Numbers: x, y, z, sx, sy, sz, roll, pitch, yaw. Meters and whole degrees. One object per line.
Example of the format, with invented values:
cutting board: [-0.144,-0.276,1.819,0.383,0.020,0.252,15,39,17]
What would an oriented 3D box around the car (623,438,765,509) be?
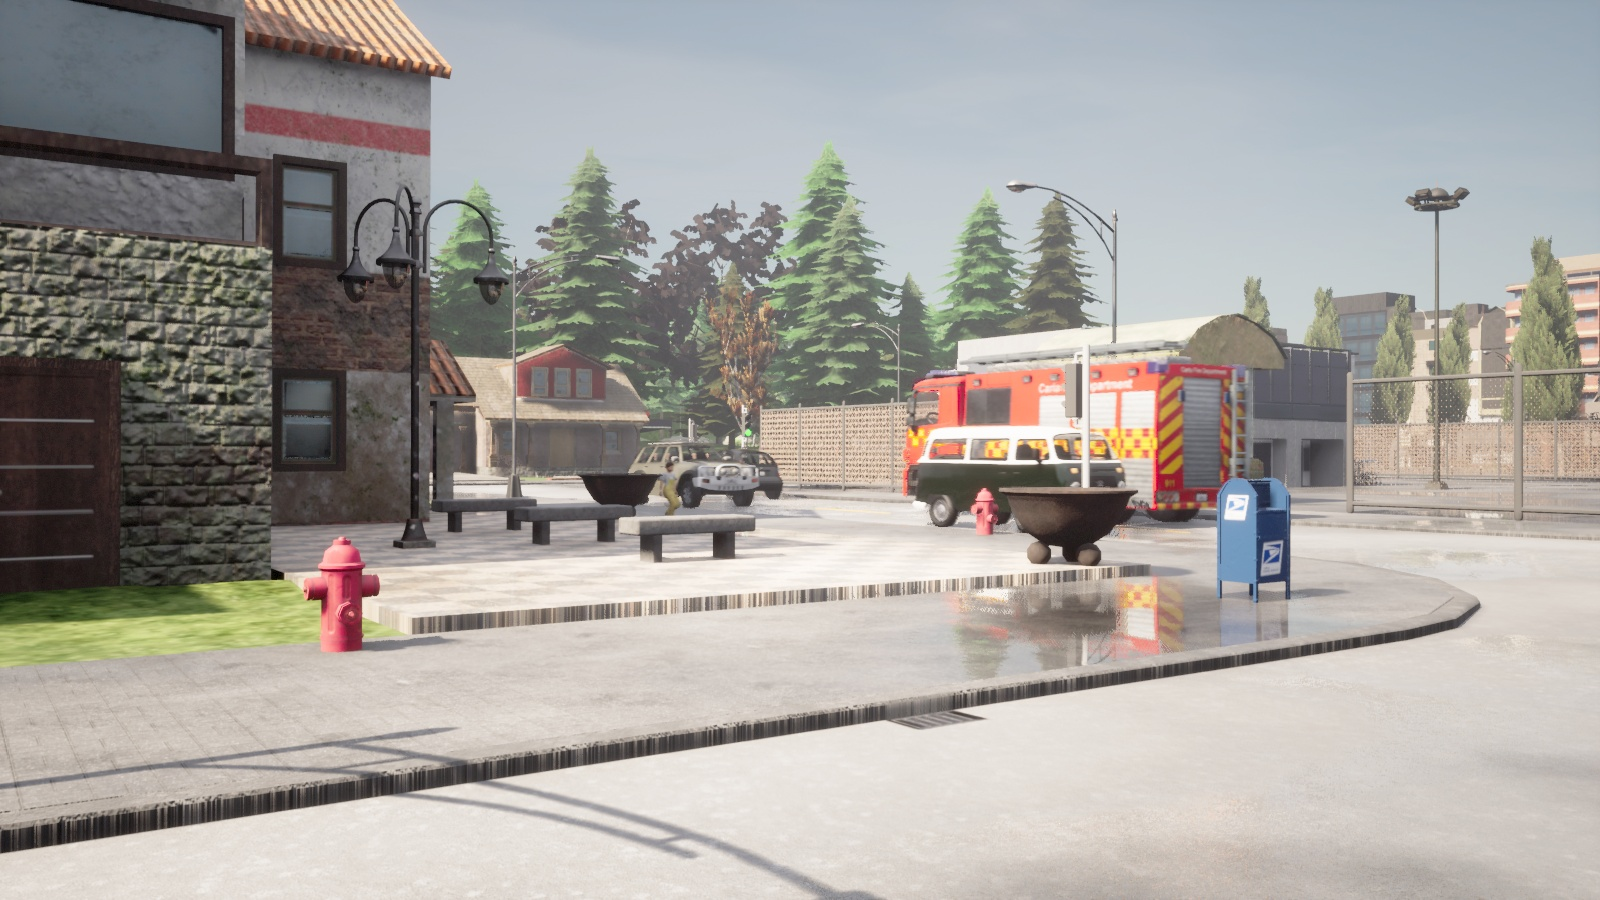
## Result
car: [-3.049,0.657,35.211,1.932,1.855,4.605,0,-1,-34]

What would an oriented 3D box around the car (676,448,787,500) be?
car: [-2.284,0.749,41.170,1.851,1.617,3.988,0,0,-34]

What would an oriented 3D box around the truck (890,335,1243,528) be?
truck: [5.828,-0.360,29.277,2.891,3.827,8.468,0,0,-33]

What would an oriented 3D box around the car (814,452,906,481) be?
car: [3.182,0.847,66.232,4.514,1.525,2.007,0,0,-35]

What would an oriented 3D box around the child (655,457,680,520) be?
child: [-2.677,0.772,25.362,0.437,1.263,0.270,0,0,32]

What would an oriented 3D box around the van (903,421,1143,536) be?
van: [4.241,0.522,24.570,2.069,2.038,4.480,0,0,-34]
